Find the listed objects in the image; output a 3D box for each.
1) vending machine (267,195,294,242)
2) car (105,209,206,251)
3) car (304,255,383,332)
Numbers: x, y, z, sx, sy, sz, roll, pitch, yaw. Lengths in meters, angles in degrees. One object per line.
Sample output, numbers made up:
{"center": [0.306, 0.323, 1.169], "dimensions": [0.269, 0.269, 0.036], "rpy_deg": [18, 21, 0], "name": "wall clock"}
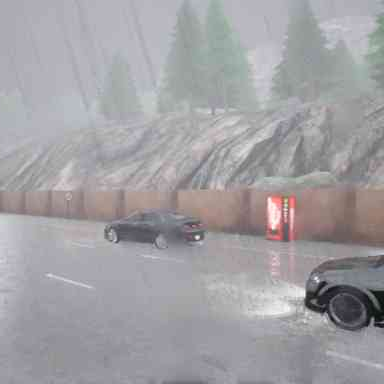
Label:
{"center": [4.200, 1.195, 15.695], "dimensions": [0.880, 2.100, 1.100], "rpy_deg": [0, 0, 37], "name": "vending machine"}
{"center": [-1.701, 1.502, 14.149], "dimensions": [4.892, 1.490, 1.837], "rpy_deg": [-1, 0, 38], "name": "car"}
{"center": [4.083, 1.564, 5.450], "dimensions": [4.181, 1.385, 1.994], "rpy_deg": [0, 0, 35], "name": "car"}
